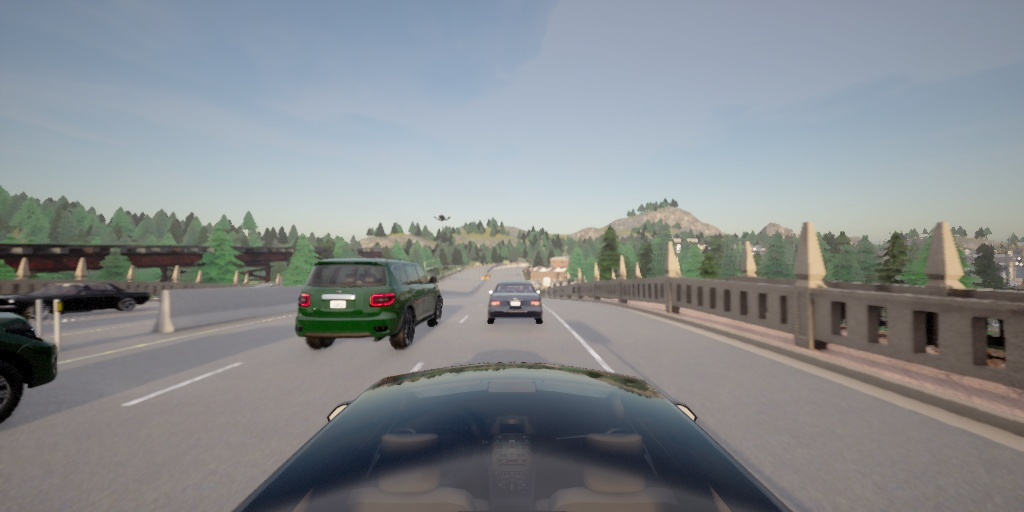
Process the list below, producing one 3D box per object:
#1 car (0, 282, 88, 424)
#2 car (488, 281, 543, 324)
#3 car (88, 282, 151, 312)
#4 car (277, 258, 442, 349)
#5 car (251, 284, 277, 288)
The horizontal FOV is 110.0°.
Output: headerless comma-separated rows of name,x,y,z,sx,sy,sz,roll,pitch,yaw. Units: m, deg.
car,-6.898,0.974,2.116,2.150,2.045,5.566,0,0,0
car,0.100,1.613,13.295,2.033,1.411,5.357,0,-3,0
car,-17.560,1.717,14.211,1.895,1.301,4.718,0,-3,0
car,-3.400,1.128,9.688,2.150,2.045,5.566,0,-2,0
car,-21.010,3.084,30.712,1.812,1.442,4.674,0,-6,0
